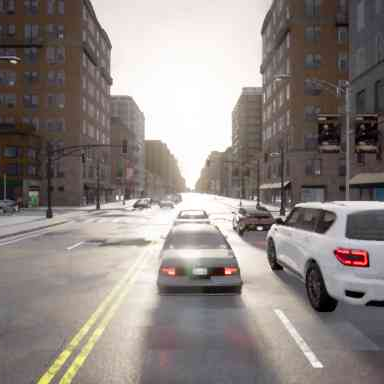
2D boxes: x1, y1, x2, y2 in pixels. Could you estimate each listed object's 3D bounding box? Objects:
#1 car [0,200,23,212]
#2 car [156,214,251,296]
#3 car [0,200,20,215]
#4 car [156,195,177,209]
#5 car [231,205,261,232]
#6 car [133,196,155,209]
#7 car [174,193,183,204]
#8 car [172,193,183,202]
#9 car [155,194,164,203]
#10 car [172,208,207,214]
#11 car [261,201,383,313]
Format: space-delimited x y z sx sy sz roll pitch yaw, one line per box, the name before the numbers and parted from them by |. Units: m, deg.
car | -22.152 1.577 38.303 4.313 1.339 1.947 0 0 0
car | 0.082 1.547 8.786 2.033 1.411 5.357 0 0 -2
car | -19.735 1.482 32.805 4.902 1.511 2.128 0 0 0
car | -3.378 1.521 44.763 1.812 1.442 4.674 0 0 0
car | 3.338 1.504 18.464 1.837 1.490 4.892 0 0 1
car | -6.630 1.542 44.618 2.033 1.411 5.357 0 0 0
car | -3.342 1.479 64.243 2.128 1.511 4.902 0 0 0
car | -3.307 1.207 76.006 2.150 2.045 5.566 0 0 0
car | -6.616 1.494 60.275 1.837 1.490 4.892 0 0 0
car | 0.072 1.600 18.435 1.895 1.301 4.718 0 0 2
car | 3.348 1.219 7.803 2.150 2.045 5.566 0 0 0
